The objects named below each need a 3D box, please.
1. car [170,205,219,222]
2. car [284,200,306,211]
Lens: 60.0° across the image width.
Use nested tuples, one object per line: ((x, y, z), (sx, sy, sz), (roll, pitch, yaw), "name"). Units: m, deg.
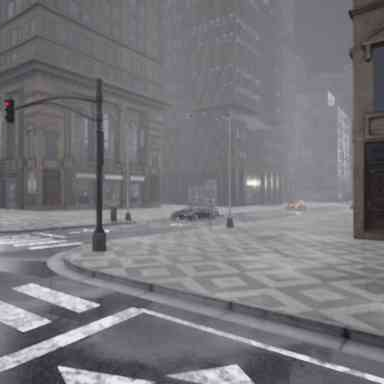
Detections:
((0.383, 1.800, 28.928), (2.033, 1.411, 5.357), (0, -1, 36), "car")
((15.638, 1.978, 50.223), (2.097, 1.767, 4.553), (0, -1, 36), "car")
